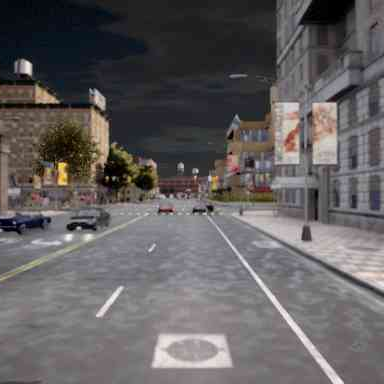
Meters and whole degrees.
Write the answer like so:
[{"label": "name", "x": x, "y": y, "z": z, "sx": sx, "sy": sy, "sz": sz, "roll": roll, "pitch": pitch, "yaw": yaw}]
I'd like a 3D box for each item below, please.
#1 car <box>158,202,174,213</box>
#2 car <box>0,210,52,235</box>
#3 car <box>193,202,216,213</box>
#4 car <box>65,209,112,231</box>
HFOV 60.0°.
[{"label": "car", "x": -3.578, "y": 2.081, "z": 45.394, "sx": 1.994, "sy": 1.385, "sz": 4.181, "roll": 0, "pitch": -1, "yaw": -2}, {"label": "car", "x": -10.553, "y": 1.835, "z": 20.582, "sx": 1.895, "sy": 1.301, "sz": 4.718, "roll": 0, "pitch": -1, "yaw": 0}, {"label": "car", "x": 1.693, "y": 2.076, "z": 44.976, "sx": 1.994, "sy": 1.385, "sz": 4.181, "roll": 0, "pitch": -1, "yaw": 26}, {"label": "car", "x": -6.946, "y": 1.862, "z": 23.051, "sx": 2.033, "sy": 1.411, "sz": 5.357, "roll": 0, "pitch": -1, "yaw": 0}]
